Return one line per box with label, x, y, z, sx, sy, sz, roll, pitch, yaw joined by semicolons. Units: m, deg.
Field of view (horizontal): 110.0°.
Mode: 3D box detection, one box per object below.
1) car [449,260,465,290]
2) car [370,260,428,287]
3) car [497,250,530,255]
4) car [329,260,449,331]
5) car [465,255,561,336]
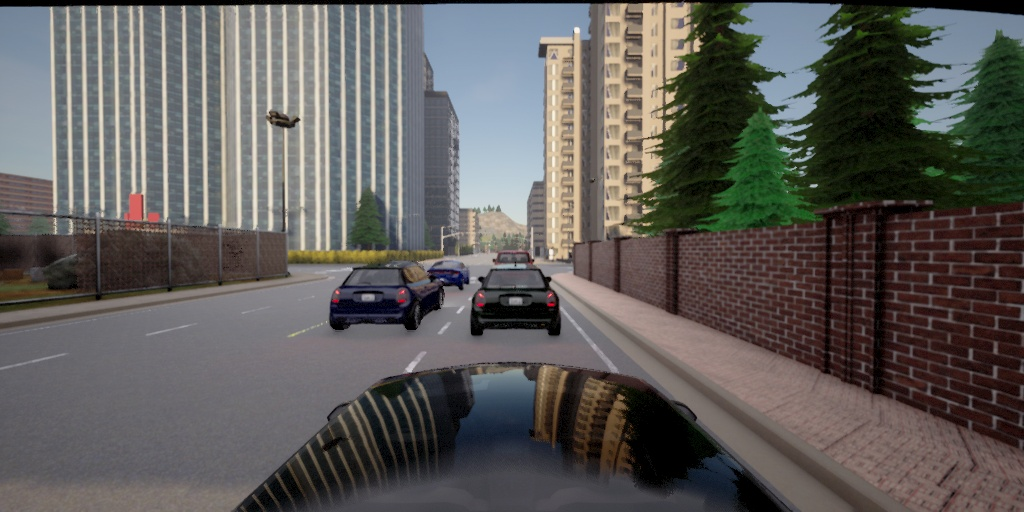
car;-3.438;0.968;19.821;1.882;1.535;5.008;0;1;-1
car;-7.025;1.000;22.939;2.033;1.411;5.357;0;1;0
car;0.087;0.717;19.447;2.150;2.045;5.566;0;1;0
car;-3.416;0.975;10.642;2.097;1.767;4.553;0;1;0
car;0.084;0.983;10.064;2.097;1.767;4.553;0;1;0
